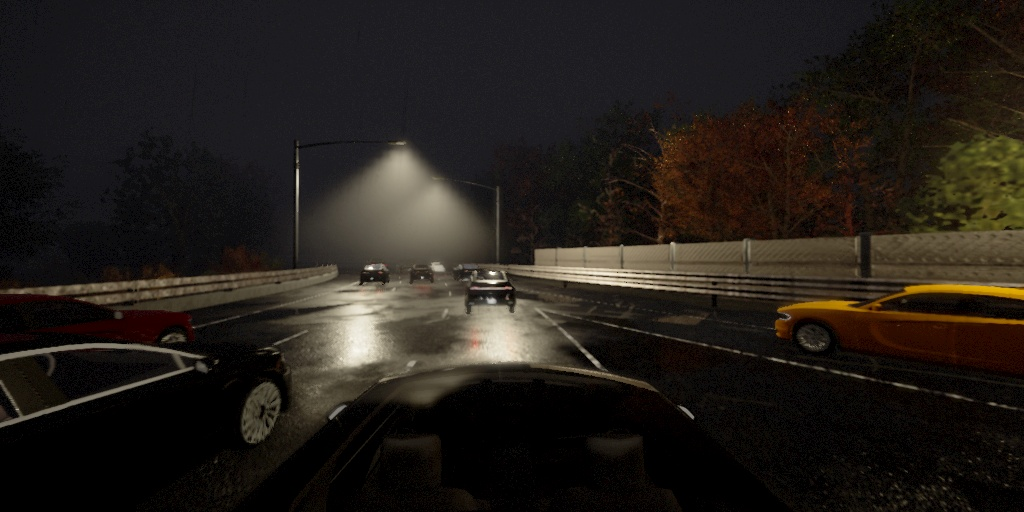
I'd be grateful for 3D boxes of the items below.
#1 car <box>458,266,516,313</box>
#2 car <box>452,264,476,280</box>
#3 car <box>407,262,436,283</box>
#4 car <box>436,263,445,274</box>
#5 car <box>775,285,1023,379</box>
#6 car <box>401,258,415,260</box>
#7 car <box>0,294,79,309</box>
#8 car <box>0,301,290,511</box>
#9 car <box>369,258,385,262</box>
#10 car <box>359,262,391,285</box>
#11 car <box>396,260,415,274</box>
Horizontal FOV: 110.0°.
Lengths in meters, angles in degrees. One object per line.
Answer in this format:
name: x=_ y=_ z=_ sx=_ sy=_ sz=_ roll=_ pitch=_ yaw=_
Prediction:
car: x=-0.958 y=1.339 z=14.625 sx=2.128 sy=1.511 sz=4.902 roll=0 pitch=0 yaw=-6
car: x=-3.958 y=1.468 z=31.401 sx=2.128 sy=1.511 sz=4.902 roll=0 pitch=0 yaw=-20
car: x=-7.783 y=1.476 z=30.749 sx=1.837 sy=1.490 sz=4.892 roll=0 pitch=-1 yaw=-16
car: x=-10.124 y=1.622 z=47.288 sx=1.812 sy=1.442 sz=4.674 roll=0 pitch=0 yaw=-24
car: x=7.785 y=1.260 z=6.455 sx=1.882 sy=1.535 sz=5.008 roll=0 pitch=-1 yaw=-33
car: x=-18.341 y=1.436 z=62.261 sx=2.150 sy=2.045 sz=5.566 roll=0 pitch=0 yaw=-33
car: x=-7.109 y=1.255 z=4.966 sx=1.882 sy=1.535 sz=5.008 roll=0 pitch=0 yaw=-2
car: x=-3.522 y=1.247 z=2.302 sx=2.128 sy=1.511 sz=4.902 roll=0 pitch=0 yaw=-1
car: x=-17.949 y=1.323 z=47.566 sx=2.150 sy=2.045 sz=5.566 roll=0 pitch=0 yaw=-26
car: x=-10.690 y=1.444 z=28.142 sx=2.128 sy=1.511 sz=4.902 roll=0 pitch=0 yaw=-14
car: x=-14.303 y=1.608 z=47.975 sx=1.837 sy=1.490 sz=4.892 roll=0 pitch=-1 yaw=-25
